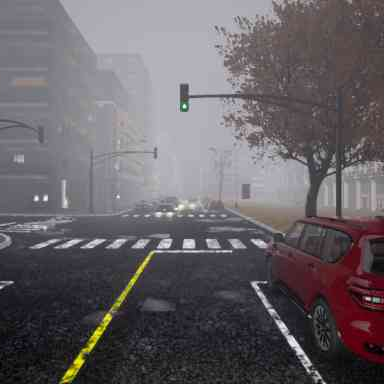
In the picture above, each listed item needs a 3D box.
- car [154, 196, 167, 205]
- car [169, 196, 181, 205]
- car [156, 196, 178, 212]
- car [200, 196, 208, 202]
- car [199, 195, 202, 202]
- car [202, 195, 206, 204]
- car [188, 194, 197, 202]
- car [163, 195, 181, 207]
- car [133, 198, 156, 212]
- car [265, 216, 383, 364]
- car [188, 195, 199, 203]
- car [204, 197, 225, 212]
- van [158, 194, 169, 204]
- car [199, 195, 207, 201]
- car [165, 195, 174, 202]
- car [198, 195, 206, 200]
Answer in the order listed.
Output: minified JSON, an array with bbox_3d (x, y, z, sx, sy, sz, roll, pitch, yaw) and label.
[{"bbox_3d":[-5.614,1.476,60.373,1.967,1.590,4.097,0,0,0],"label":"car"},{"bbox_3d":[-2.999,1.513,60.161,1.882,1.535,5.008,0,0,0],"label":"car"},{"bbox_3d":[-3.050,1.561,39.534,2.033,1.411,5.357,0,0,0],"label":"car"},{"bbox_3d":[2.786,1.584,77.130,1.752,1.417,4.829,0,0,0],"label":"car"},{"bbox_3d":[2.773,1.625,65.894,1.802,1.307,4.206,0,0,0],"label":"car"},{"bbox_3d":[2.752,1.548,49.467,1.752,1.417,4.829,0,0,0],"label":"car"},{"bbox_3d":[0.100,1.417,79.328,2.097,1.767,4.553,0,0,0],"label":"car"},{"bbox_3d":[-3.034,1.375,49.648,2.097,1.767,4.553,0,0,0],"label":"car"},{"bbox_3d":[-5.642,1.563,38.242,2.008,1.369,4.403,0,0,0],"label":"car"},{"bbox_3d":[2.699,1.315,5.843,2.192,1.841,5.009,0,0,0],"label":"car"},{"bbox_3d":[0.184,1.648,69.261,1.895,1.301,4.718,0,0,0],"label":"car"},{"bbox_3d":[2.738,1.557,38.231,1.887,1.381,4.507,0,0,0],"label":"car"},{"bbox_3d":[-5.608,1.384,65.906,1.690,1.788,3.998,0,0,0],"label":"van"},{"bbox_3d":[2.800,1.621,88.026,1.887,1.381,4.507,0,0,0],"label":"car"},{"bbox_3d":[-5.587,1.507,82.504,1.967,1.590,4.097,0,0,0],"label":"car"},{"bbox_3d":[2.807,1.638,93.558,2.008,1.369,4.403,0,0,0],"label":"car"}]
